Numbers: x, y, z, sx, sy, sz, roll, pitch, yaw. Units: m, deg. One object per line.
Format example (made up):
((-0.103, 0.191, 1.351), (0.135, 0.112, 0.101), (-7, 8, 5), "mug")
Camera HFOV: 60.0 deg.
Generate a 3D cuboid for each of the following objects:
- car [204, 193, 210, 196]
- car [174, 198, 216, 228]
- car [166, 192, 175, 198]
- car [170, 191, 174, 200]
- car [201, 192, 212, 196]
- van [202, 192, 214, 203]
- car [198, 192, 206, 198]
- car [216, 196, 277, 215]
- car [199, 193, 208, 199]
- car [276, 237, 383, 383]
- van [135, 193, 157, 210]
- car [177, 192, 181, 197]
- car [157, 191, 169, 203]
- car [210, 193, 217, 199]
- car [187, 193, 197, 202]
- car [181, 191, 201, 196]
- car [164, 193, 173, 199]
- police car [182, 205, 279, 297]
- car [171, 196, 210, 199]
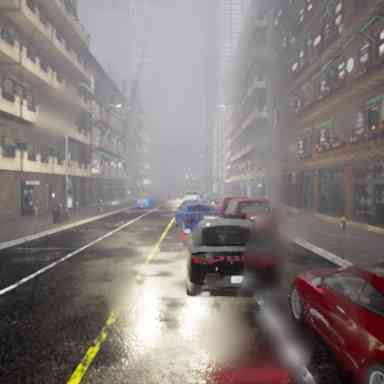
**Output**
((2.539, 1.184, 37.670), (1.752, 1.417, 4.829), (-1, 1, 0), "car")
((0.216, 1.312, 18.245), (1.882, 1.535, 5.008), (0, 1, -11), "car")
((-5.361, 0.796, 81.868), (1.887, 1.381, 4.507), (-1, 1, 0), "car")
((-5.358, 0.669, 70.768), (2.192, 1.841, 5.009), (-1, 1, 0), "car")
((2.536, 1.050, 43.047), (1.967, 1.590, 4.097), (-1, 1, 0), "car")
((2.530, 0.849, 54.144), (1.690, 1.788, 3.998), (-1, 1, 0), "van")
((2.519, 0.774, 82.060), (1.752, 1.417, 4.829), (-1, 1, 0), "car")
((2.547, 1.176, 15.302), (2.192, 1.841, 5.009), (-1, 1, 0), "car")
((2.522, 0.847, 76.341), (1.887, 1.381, 4.507), (-1, 1, 0), "car")
((2.555, 1.543, 4.207), (1.802, 1.307, 4.206), (-1, 1, 0), "car")
((-5.343, 1.001, 37.475), (1.690, 1.788, 3.998), (-1, 1, 0), "van")
((-2.788, 0.694, 85.577), (1.882, 1.535, 5.008), (0, 0, 0), "car")
((-5.349, 0.948, 54.122), (1.967, 1.590, 4.097), (-1, 1, 0), "car")
((2.544, 1.126, 20.851), (2.192, 1.841, 5.009), (-1, 1, 0), "car")
((-0.027, 0.987, 59.169), (1.812, 1.442, 4.674), (0, 1, 0), "car")
((-0.008, 0.816, 44.628), (2.150, 2.045, 5.566), (0, 0, 0), "car")
((-5.358, 0.868, 76.319), (1.947, 1.339, 4.313), (-1, 1, 0), "car")
((0.821, 1.347, 8.557), (1.930, 1.638, 5.238), (0, 1, 0), "police car")
((0.266, 1.285, 24.324), (1.837, 1.490, 4.892), (0, 1, 15), "car")
